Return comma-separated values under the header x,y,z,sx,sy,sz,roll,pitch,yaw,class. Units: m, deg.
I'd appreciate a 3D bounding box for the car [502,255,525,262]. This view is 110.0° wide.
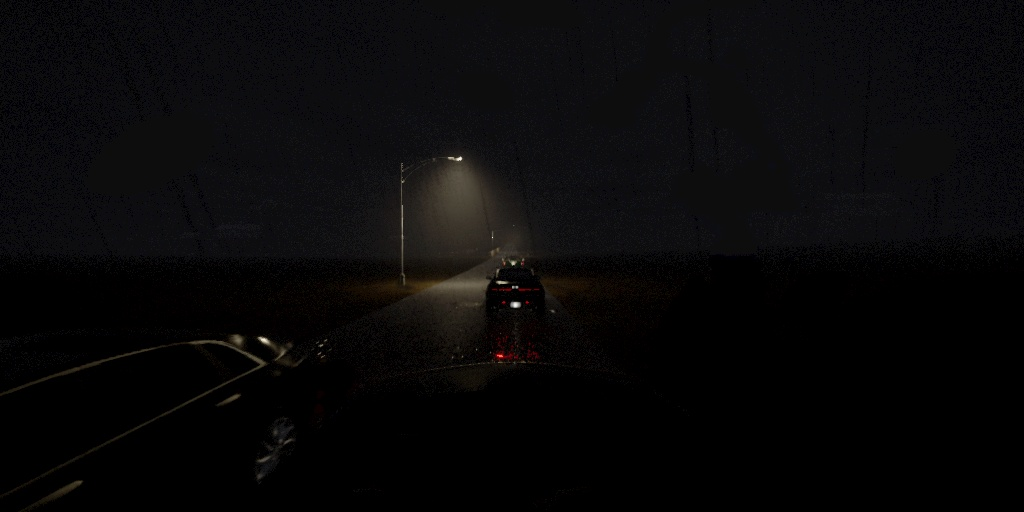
x,y,z,sx,sy,sz,roll,pitch,yaw,class
0.115,0.653,33.291,2.097,1.767,4.553,0,1,0,car

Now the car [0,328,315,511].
x,y,z,sx,sy,sz,roll,pitch,yaw,class
-2.850,1.256,1.586,1.837,1.490,4.892,0,1,0,car

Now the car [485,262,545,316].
x,y,z,sx,sy,sz,roll,pitch,yaw,class
0.105,1.119,12.724,1.837,1.490,4.892,0,1,0,car
